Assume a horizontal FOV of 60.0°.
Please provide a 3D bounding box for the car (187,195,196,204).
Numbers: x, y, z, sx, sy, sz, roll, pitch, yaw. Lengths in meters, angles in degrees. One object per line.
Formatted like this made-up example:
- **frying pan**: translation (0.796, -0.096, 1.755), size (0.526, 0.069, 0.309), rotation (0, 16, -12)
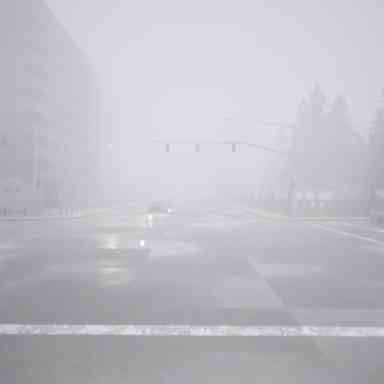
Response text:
- **car**: translation (-0.105, 1.518, 66.018), size (1.882, 1.535, 5.008), rotation (0, 0, 0)

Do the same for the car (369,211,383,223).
- **car**: translation (14.630, 1.559, 22.388), size (4.718, 1.301, 1.895), rotation (0, 0, 2)

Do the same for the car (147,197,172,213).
- **car**: translation (-3.645, 1.586, 36.247), size (1.994, 1.385, 4.181), rotation (0, 0, 0)

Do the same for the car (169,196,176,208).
- **car**: translation (-3.649, 1.592, 46.139), size (1.994, 1.385, 4.181), rotation (0, 0, 1)

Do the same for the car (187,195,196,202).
- **car**: translation (-0.119, 1.429, 75.268), size (2.128, 1.511, 4.902), rotation (0, 0, 0)

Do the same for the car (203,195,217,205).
- **car**: translation (3.503, 1.514, 60.555), size (1.882, 1.535, 5.008), rotation (0, 0, 0)
